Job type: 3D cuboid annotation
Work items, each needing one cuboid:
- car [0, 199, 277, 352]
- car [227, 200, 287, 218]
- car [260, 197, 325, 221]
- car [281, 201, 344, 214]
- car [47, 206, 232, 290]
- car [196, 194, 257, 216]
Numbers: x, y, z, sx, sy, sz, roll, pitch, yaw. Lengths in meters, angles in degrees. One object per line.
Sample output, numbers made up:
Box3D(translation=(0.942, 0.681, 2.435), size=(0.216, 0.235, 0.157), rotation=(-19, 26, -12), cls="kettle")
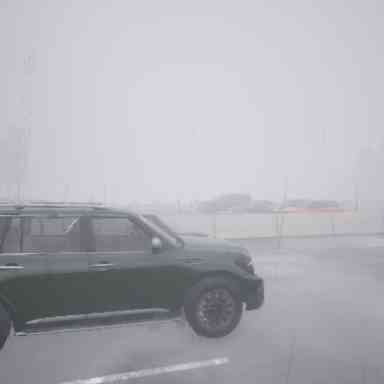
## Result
Box3D(translation=(-1.614, 1.210, 5.527), size=(5.566, 2.045, 2.150), rotation=(0, 0, -17), cls="car")
Box3D(translation=(5.787, 1.471, 29.855), size=(4.902, 1.511, 2.128), rotation=(0, 0, -17), cls="car")
Box3D(translation=(8.089, 1.346, 26.890), size=(4.553, 1.767, 2.097), rotation=(0, 0, -17), cls="car")
Box3D(translation=(8.319, 1.346, 23.306), size=(4.553, 1.767, 2.097), rotation=(0, 0, -17), cls="car")
Box3D(translation=(-1.416, 1.336, 9.237), size=(4.553, 1.767, 2.097), rotation=(0, 0, -17), cls="car")
Box3D(translation=(3.417, 1.188, 32.801), size=(5.566, 2.045, 2.150), rotation=(0, 0, -17), cls="car")
